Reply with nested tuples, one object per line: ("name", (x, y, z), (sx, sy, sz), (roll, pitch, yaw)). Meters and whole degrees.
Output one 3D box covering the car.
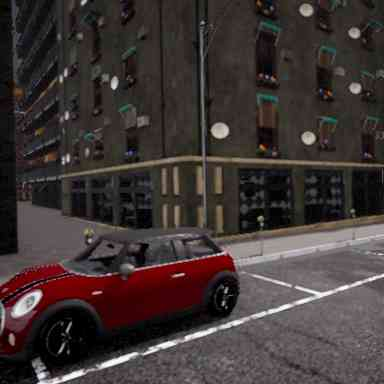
("car", (-1.153, 1.420, 5.757), (4.097, 1.590, 1.967), (-1, -1, -36))
